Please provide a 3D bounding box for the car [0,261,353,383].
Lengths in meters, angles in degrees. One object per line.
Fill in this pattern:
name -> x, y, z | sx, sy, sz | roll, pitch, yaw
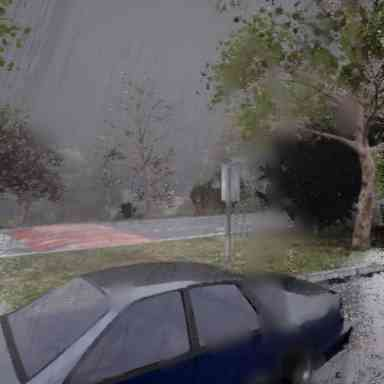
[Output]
car -> -0.519, 1.543, 3.485 | 5.357, 1.411, 2.033 | 0, 0, -34
